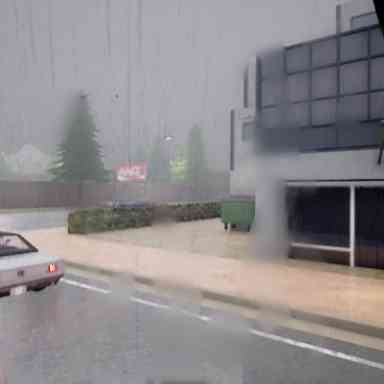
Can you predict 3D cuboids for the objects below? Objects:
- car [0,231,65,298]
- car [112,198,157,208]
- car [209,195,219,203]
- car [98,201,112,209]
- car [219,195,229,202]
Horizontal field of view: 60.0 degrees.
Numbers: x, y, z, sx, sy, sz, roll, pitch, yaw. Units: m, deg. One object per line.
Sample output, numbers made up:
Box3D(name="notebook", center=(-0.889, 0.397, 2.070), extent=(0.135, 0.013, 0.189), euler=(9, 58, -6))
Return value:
Box3D(name="car", center=(-5.022, 1.554, 7.597), extent=(4.718, 1.301, 1.895), euler=(0, 0, 37))
Box3D(name="car", center=(-6.202, 1.451, 37.270), extent=(1.895, 1.301, 4.718), euler=(0, 0, 36))
Box3D(name="car", center=(5.039, 1.328, 57.646), extent=(2.128, 1.511, 4.902), euler=(0, 0, 44))
Box3D(name="car", center=(-8.792, 1.431, 39.660), extent=(1.895, 1.301, 4.718), euler=(0, 0, 36))
Box3D(name="car", center=(7.187, 1.332, 54.823), extent=(1.882, 1.535, 5.008), euler=(0, 0, 43))
